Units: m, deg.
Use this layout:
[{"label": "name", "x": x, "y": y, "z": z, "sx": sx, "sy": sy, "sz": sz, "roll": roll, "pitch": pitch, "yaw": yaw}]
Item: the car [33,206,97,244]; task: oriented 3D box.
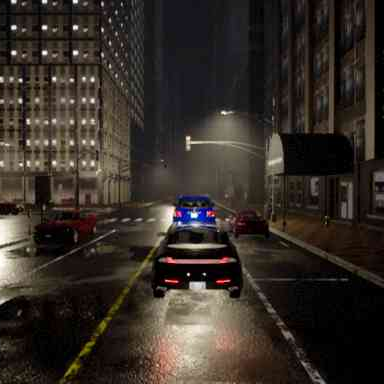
[{"label": "car", "x": -5.808, "y": 1.537, "z": 15.698, "sx": 1.887, "sy": 1.381, "sz": 4.507, "roll": 0, "pitch": 0, "yaw": 0}]

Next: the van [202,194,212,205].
[{"label": "van", "x": 2.751, "y": 1.305, "z": 60.658, "sx": 1.690, "sy": 1.788, "sz": 3.998, "roll": 0, "pitch": 0, "yaw": 0}]

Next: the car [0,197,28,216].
[{"label": "car", "x": -18.575, "y": 1.296, "z": 31.051, "sx": 5.009, "sy": 1.841, "sz": 2.192, "roll": 0, "pitch": 0, "yaw": 1}]

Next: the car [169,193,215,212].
[{"label": "car", "x": 0.109, "y": 1.212, "z": 18.385, "sx": 2.150, "sy": 2.045, "sz": 5.566, "roll": 0, "pitch": 0, "yaw": 0}]

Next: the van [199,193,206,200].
[{"label": "van", "x": 2.782, "y": 1.279, "z": 89.141, "sx": 1.690, "sy": 1.788, "sz": 3.998, "roll": 0, "pitch": 0, "yaw": 0}]

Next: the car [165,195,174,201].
[{"label": "car", "x": -5.603, "y": 1.510, "z": 83.455, "sx": 1.947, "sy": 1.339, "sz": 4.313, "roll": 0, "pitch": 0, "yaw": 0}]

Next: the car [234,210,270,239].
[{"label": "car", "x": 2.833, "y": 1.573, "z": 17.065, "sx": 1.802, "sy": 1.307, "sz": 4.206, "roll": 0, "pitch": 0, "yaw": 0}]

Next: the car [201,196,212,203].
[{"label": "car", "x": 2.758, "y": 1.511, "z": 66.354, "sx": 2.008, "sy": 1.369, "sz": 4.403, "roll": 0, "pitch": 0, "yaw": 0}]

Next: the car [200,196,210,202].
[{"label": "car", "x": 2.764, "y": 1.506, "z": 72.051, "sx": 2.008, "sy": 1.369, "sz": 4.403, "roll": 0, "pitch": 0, "yaw": 0}]

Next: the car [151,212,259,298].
[{"label": "car", "x": 0.108, "y": 1.487, "z": 8.467, "sx": 2.128, "sy": 1.511, "sz": 4.902, "roll": 0, "pitch": 0, "yaw": 0}]

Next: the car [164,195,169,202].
[{"label": "car", "x": -5.610, "y": 1.494, "z": 77.758, "sx": 1.887, "sy": 1.381, "sz": 4.507, "roll": 0, "pitch": 0, "yaw": 0}]

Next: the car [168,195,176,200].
[{"label": "car", "x": -5.591, "y": 1.497, "z": 94.848, "sx": 1.947, "sy": 1.339, "sz": 4.313, "roll": 0, "pitch": 0, "yaw": 0}]

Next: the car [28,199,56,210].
[{"label": "car", "x": -18.479, "y": 1.484, "z": 39.433, "sx": 4.403, "sy": 1.369, "sz": 2.008, "roll": 0, "pitch": 0, "yaw": 1}]
